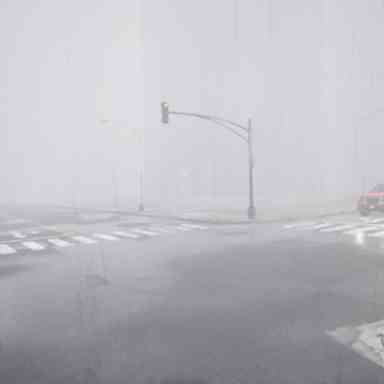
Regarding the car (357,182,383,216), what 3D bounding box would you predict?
[{"bbox_3d":[12.511,0.387,20.599,5.566,2.045,2.150,-3,2,-35],"label":"car"}]
